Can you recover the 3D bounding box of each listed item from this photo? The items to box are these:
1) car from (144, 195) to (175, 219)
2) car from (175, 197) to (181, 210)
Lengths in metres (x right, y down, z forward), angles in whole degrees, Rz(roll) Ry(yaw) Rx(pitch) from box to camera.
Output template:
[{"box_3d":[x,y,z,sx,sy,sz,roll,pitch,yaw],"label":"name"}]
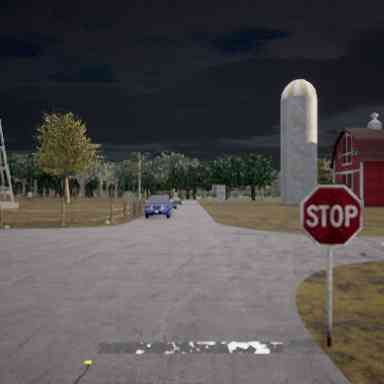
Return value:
[{"box_3d":[-2.954,1.296,30.321,2.150,2.045,5.566,0,0,0],"label":"car"},{"box_3d":[-3.009,1.707,46.215,2.033,1.411,5.357,0,0,0],"label":"car"}]
